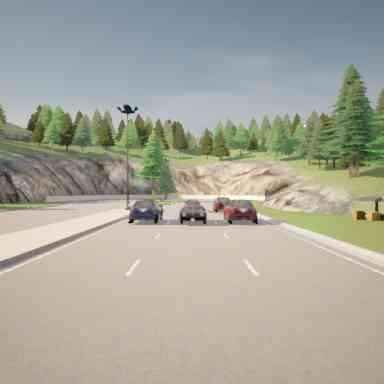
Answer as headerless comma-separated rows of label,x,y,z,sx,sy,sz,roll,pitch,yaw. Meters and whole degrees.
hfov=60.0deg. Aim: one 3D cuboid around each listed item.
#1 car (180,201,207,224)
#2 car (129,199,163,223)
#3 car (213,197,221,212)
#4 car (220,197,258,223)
car,0.081,1.601,25.030,1.895,1.301,4.718,0,0,0
car,-3.420,1.353,25.433,2.097,1.767,4.553,0,0,0
car,3.579,1.352,38.566,2.097,1.767,4.553,0,0,0
car,3.580,1.353,25.281,2.097,1.767,4.553,0,0,0
